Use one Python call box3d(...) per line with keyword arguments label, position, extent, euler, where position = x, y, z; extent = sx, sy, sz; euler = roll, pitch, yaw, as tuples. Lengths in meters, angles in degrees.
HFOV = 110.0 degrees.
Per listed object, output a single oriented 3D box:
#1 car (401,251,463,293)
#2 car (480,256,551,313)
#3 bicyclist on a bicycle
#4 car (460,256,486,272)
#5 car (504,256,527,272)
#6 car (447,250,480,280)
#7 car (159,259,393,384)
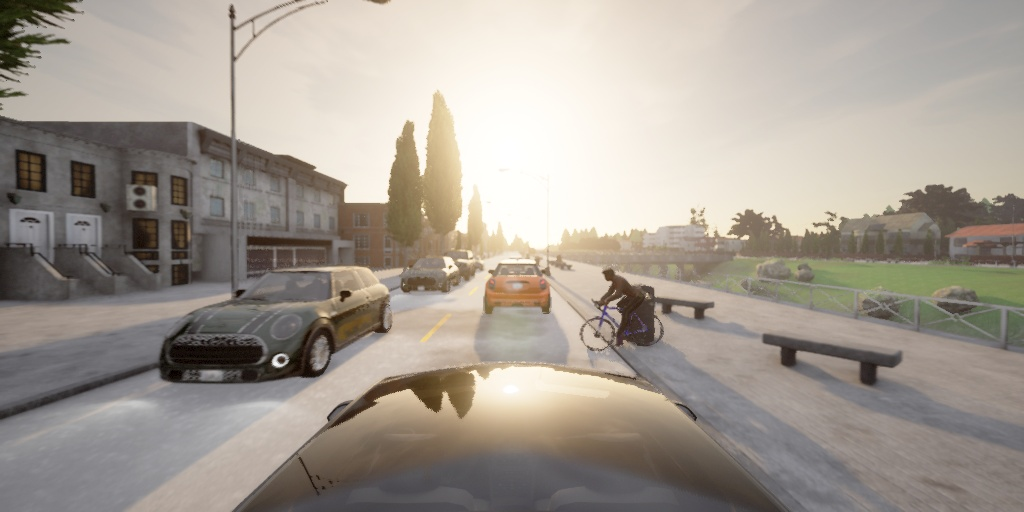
box3d(label="car", position=(-3.972, 0.801, 18.038), extent=(2.097, 1.767, 4.553), euler=(0, 1, 1))
box3d(label="car", position=(0.186, 0.902, 13.059), extent=(2.097, 1.767, 4.553), euler=(0, 1, 0))
box3d(label="bicyclist on a bicycle", position=(2.122, 1.040, 7.056), extent=(1.656, 1.620, 0.582), euler=(-5, 1, 1))
box3d(label="car", position=(-3.747, 0.716, 34.976), extent=(1.994, 1.385, 4.181), euler=(0, 1, 1))
box3d(label="car", position=(0.339, 0.710, 35.089), extent=(2.033, 1.411, 5.357), euler=(0, 1, 1))
box3d(label="car", position=(-3.816, 0.587, 25.071), extent=(2.150, 2.045, 5.566), euler=(0, 1, 0))
box3d(label="car", position=(-4.064, 0.994, 7.113), extent=(2.097, 1.767, 4.553), euler=(0, 1, 0))
